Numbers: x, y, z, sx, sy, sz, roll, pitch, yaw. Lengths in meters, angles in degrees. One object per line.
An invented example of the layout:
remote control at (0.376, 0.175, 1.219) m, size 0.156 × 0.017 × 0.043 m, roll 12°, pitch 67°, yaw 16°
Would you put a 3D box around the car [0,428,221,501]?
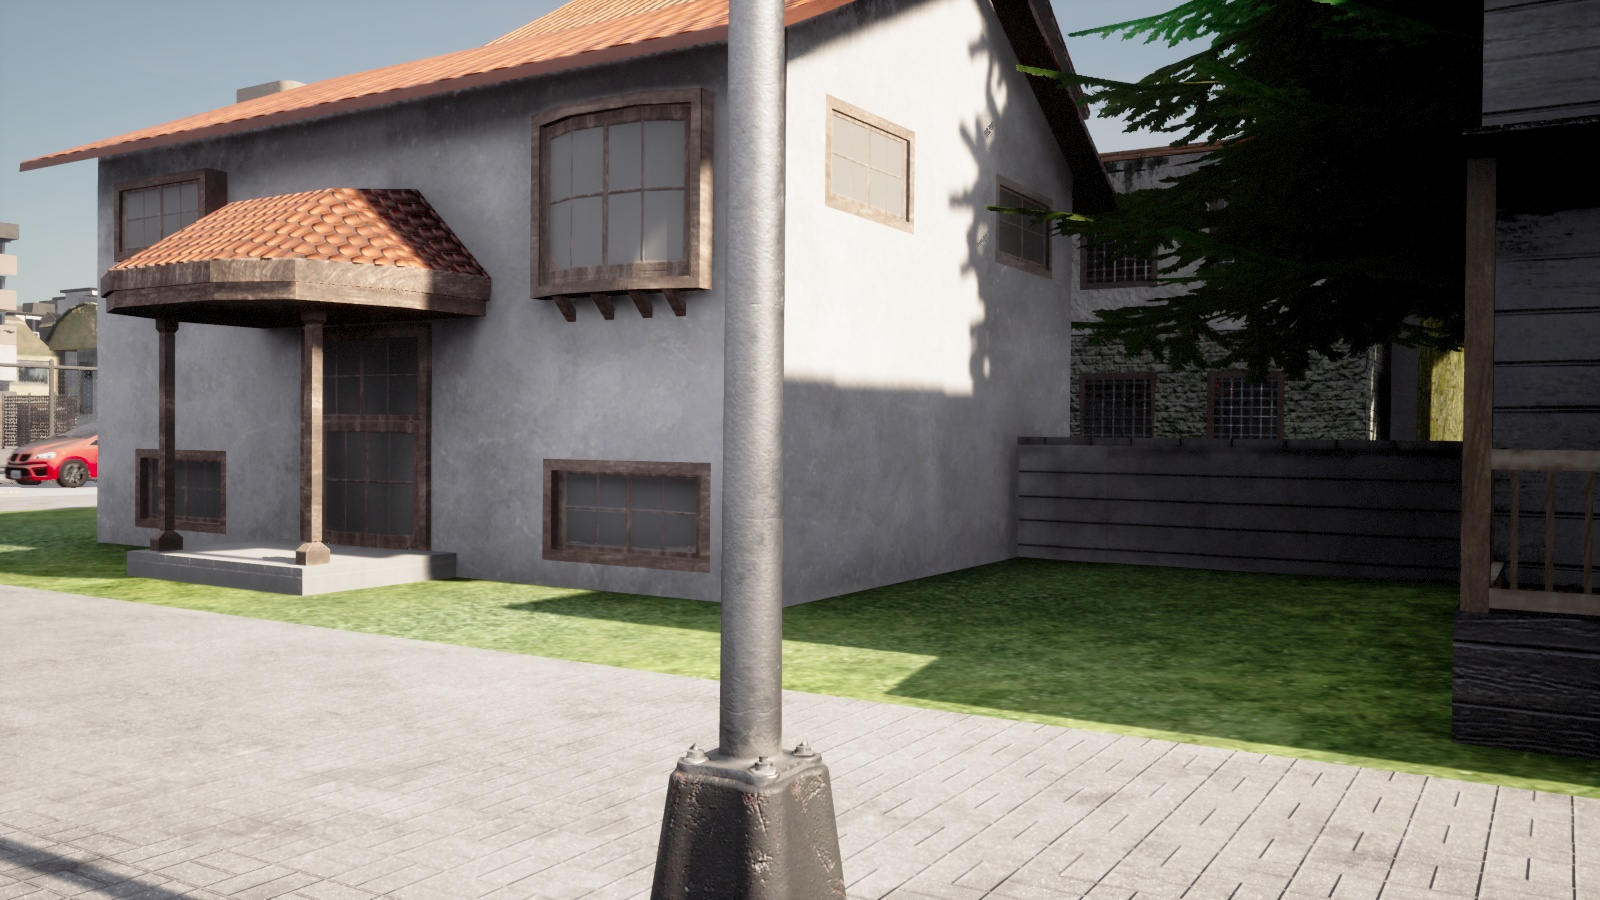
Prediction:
car at (-17.404, 0.301, 31.664) m, size 2.242 × 1.667 × 4.611 m, roll 0°, pitch 1°, yaw 31°
